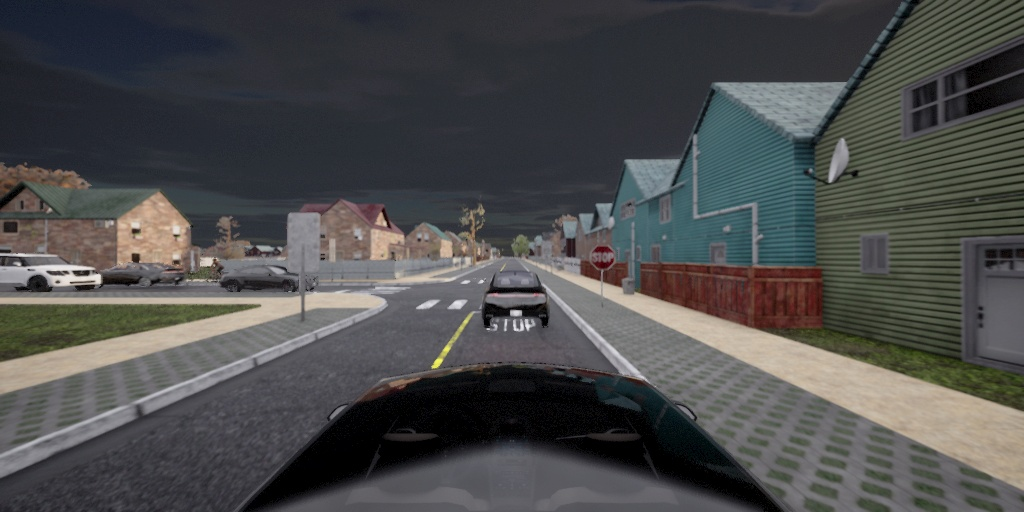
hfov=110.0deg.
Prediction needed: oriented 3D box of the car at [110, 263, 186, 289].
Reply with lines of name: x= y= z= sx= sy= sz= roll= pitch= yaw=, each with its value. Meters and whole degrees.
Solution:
car: x=-22.591 y=1.162 z=21.581 sx=4.902 sy=1.511 sz=2.128 roll=0 pitch=0 yaw=0

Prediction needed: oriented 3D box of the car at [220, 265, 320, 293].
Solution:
car: x=-12.501 y=1.181 z=18.580 sx=4.674 sy=1.442 sz=1.812 roll=0 pitch=0 yaw=3

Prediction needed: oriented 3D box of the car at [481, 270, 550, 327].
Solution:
car: x=0.103 y=1.198 z=11.347 sx=2.128 sy=1.511 sz=4.902 roll=0 pitch=0 yaw=0

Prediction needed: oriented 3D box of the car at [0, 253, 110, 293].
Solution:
car: x=-24.996 y=0.873 z=18.620 sx=5.566 sy=2.045 sz=2.150 roll=0 pitch=0 yaw=0

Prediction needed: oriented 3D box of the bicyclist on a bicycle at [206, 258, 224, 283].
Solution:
bicyclist on a bicycle: x=-20.208 y=0.992 z=24.508 sx=0.582 sy=1.620 sz=1.656 roll=0 pitch=0 yaw=0
